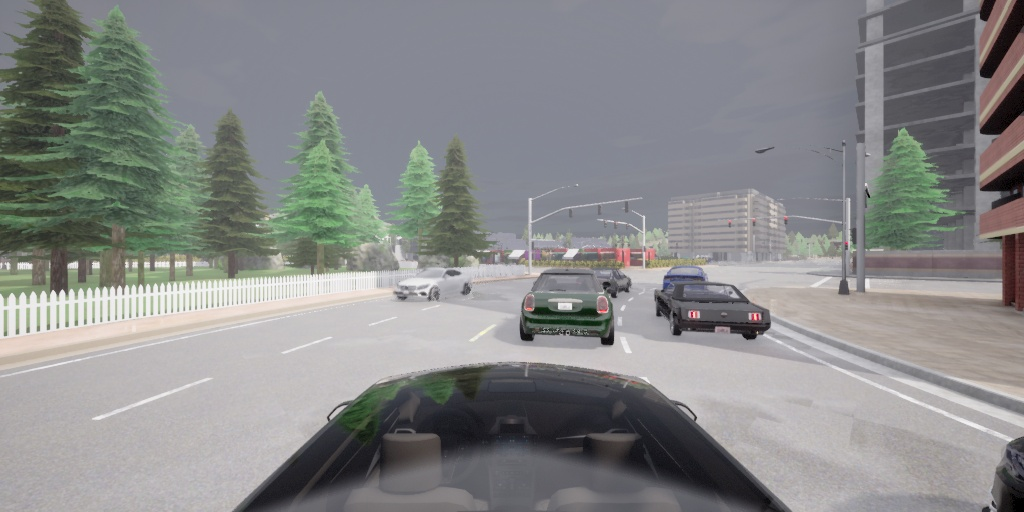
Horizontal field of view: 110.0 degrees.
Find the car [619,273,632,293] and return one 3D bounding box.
[{"bbox_3d":[4.827,1.297,18.552,2.033,1.411,5.357,0,0,29],"label":"car"}]

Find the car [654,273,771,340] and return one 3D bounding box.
[{"bbox_3d":[5.227,1.351,10.092,1.895,1.301,4.718,0,0,14],"label":"car"}]

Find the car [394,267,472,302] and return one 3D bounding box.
[{"bbox_3d":[-3.591,1.275,17.256,1.812,1.442,4.674,0,0,22],"label":"car"}]

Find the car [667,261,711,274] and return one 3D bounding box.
[{"bbox_3d":[9.082,1.228,18.605,1.882,1.535,5.008,0,0,30],"label":"car"}]

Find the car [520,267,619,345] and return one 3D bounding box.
[{"bbox_3d":[1.598,1.102,9.792,2.097,1.767,4.553,0,0,12],"label":"car"}]
